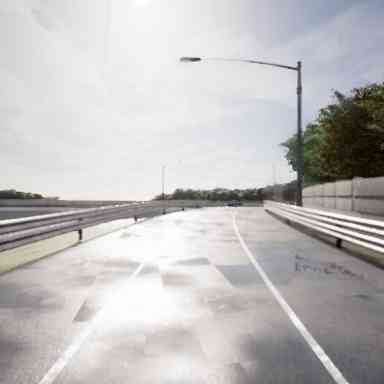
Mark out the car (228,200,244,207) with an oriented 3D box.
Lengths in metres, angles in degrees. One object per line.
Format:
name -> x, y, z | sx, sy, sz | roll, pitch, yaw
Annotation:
car -> 11.226, 2.927, 84.623 | 2.097, 1.767, 4.553 | -2, -3, 42

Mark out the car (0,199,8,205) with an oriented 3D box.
car -> -32.915, 1.740, 55.937 | 4.181, 1.385, 1.994 | 1, -2, -18

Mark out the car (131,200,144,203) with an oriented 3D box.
car -> -10.288, 2.378, 66.828 | 4.181, 1.385, 1.994 | 2, -2, -33
